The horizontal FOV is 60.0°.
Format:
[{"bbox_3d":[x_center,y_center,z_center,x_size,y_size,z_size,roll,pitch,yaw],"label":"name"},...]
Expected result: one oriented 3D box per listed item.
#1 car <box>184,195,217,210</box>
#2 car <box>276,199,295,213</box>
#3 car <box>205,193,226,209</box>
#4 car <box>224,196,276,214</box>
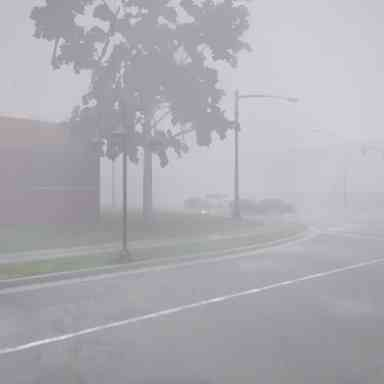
[{"bbox_3d":[0.747,1.505,42.987,1.837,1.490,4.892,0,0,-33],"label":"car"},{"bbox_3d":[9.086,1.505,36.801,1.837,1.490,4.892,0,0,-34],"label":"car"},{"bbox_3d":[3.615,1.221,45.003,2.150,2.045,5.566,0,0,-34],"label":"car"},{"bbox_3d":[6.016,1.478,35.097,1.882,1.535,5.008,0,0,-34],"label":"car"}]
